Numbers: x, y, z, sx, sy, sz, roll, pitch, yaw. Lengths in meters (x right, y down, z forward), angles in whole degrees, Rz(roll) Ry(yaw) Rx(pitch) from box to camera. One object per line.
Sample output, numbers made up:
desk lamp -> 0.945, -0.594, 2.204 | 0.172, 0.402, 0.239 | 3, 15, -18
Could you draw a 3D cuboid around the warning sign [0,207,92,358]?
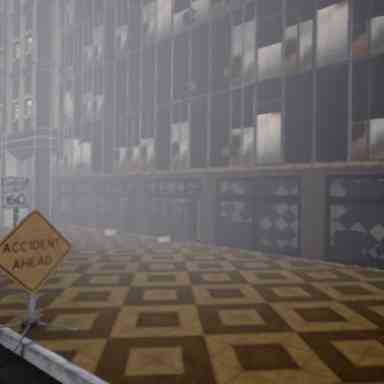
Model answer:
warning sign -> -2.425, 1.180, 5.059 | 1.060, 1.860, 1.300 | 1, -1, 38
